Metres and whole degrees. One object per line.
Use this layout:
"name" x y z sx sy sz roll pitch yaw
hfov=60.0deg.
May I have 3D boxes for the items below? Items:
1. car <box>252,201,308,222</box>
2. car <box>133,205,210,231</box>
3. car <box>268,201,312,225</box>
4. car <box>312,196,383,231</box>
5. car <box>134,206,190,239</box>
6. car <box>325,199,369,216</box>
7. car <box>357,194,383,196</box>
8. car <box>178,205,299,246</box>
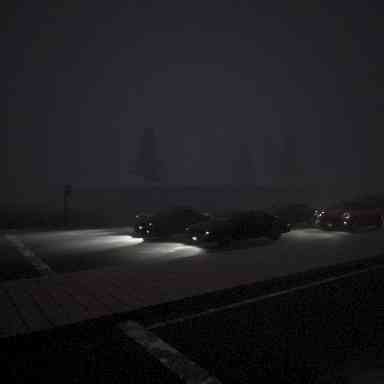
"car" 7.324 1.505 27.465 4.892 1.490 1.837 0 0 -35
"car" -1.255 1.601 21.448 4.718 1.301 1.895 0 0 -35
"car" 6.539 1.505 22.633 4.892 1.490 1.837 0 0 -35
"car" 9.902 1.352 20.716 4.553 1.767 2.097 0 0 -35
"car" -0.887 1.564 17.435 4.181 1.385 1.994 0 0 -35
"car" 15.623 1.505 33.359 4.892 1.490 1.837 0 0 -35
"car" 15.157 1.221 28.735 5.566 2.045 2.150 0 0 -35
"car" 2.278 1.548 15.387 5.357 1.411 2.033 0 0 -35
